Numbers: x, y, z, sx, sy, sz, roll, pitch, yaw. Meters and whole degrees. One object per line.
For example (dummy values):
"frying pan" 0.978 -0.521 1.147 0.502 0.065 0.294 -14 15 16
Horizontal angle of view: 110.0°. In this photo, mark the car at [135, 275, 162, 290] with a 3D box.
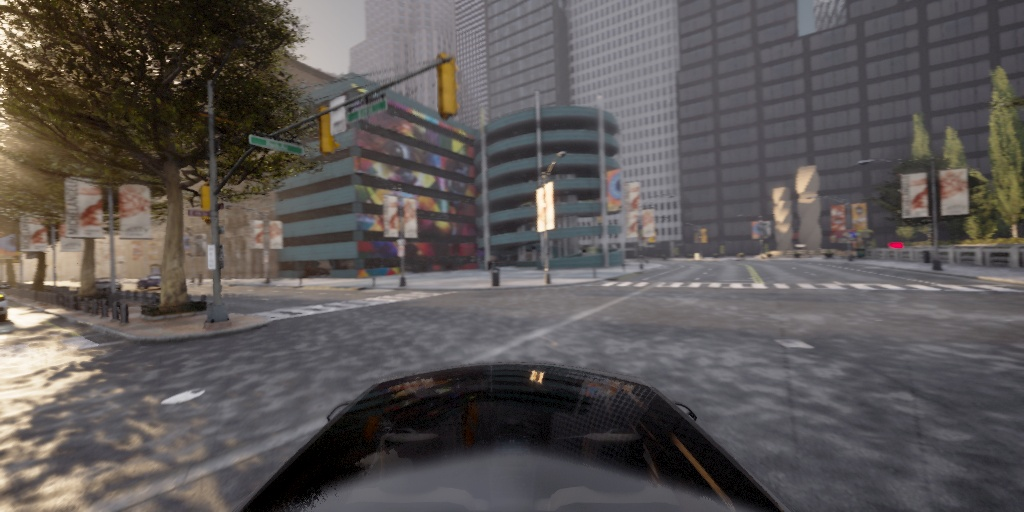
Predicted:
"car" -38.197 2.765 38.189 4.674 1.442 1.812 -2 0 32

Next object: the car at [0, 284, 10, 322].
"car" -23.784 1.863 15.458 5.566 2.045 2.150 -2 0 32

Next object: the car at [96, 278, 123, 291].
"car" -40.250 2.865 35.351 4.181 1.385 1.994 -2 0 32
